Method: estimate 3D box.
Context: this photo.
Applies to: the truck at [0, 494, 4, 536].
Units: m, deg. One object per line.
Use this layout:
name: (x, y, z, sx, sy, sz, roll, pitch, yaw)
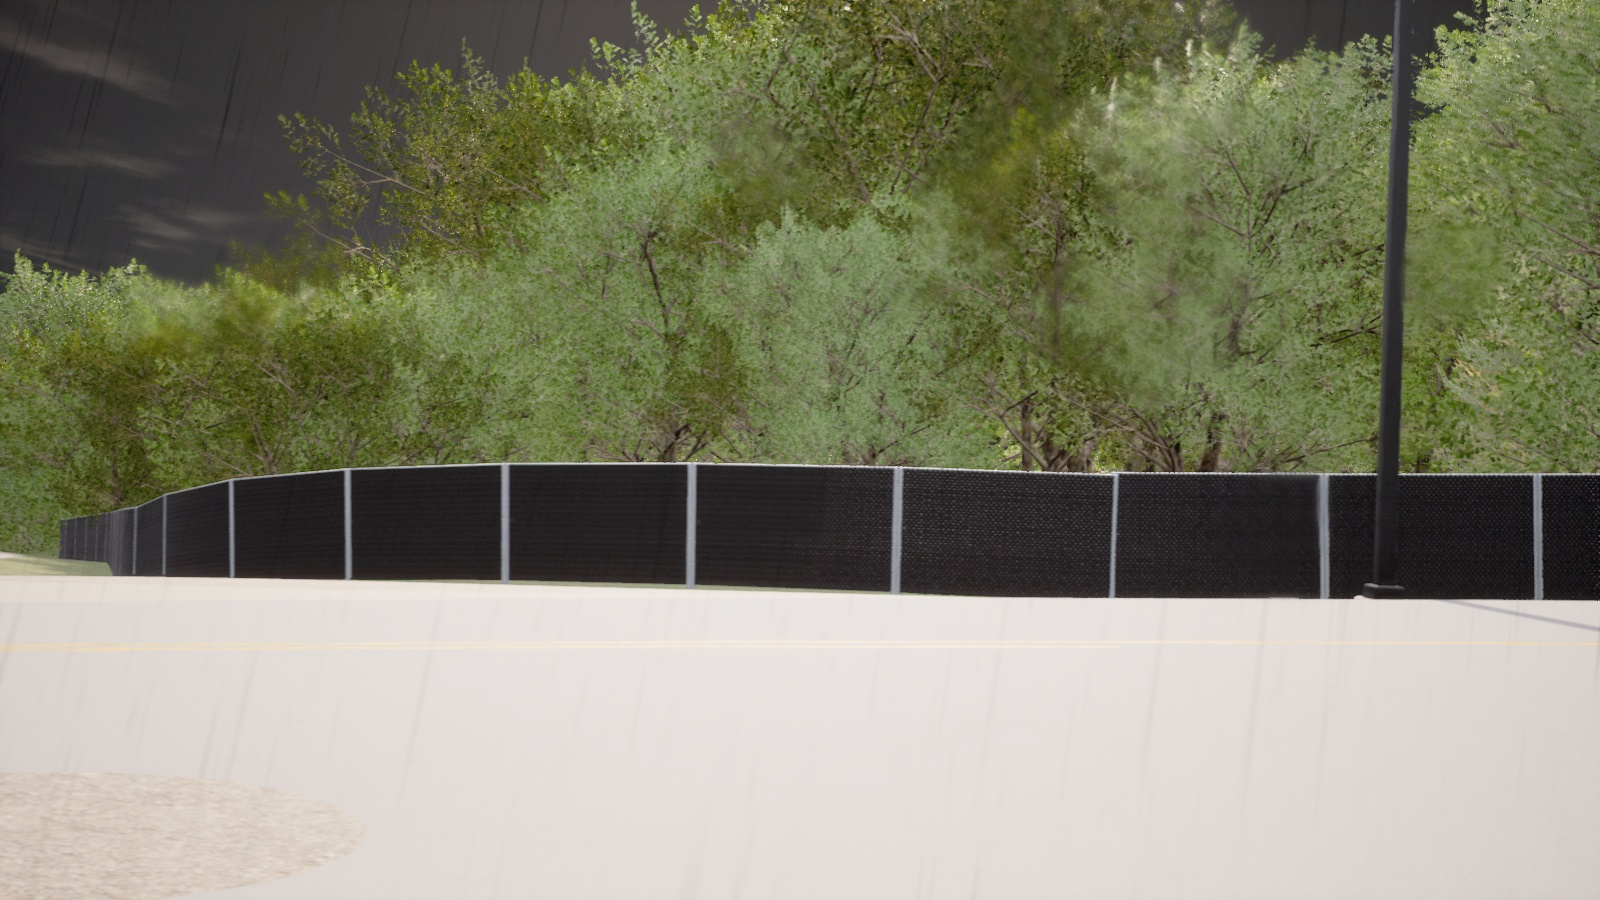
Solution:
truck: (-50.494, 4.046, 76.789, 2.627, 2.467, 5.204, 2, -6, -37)
